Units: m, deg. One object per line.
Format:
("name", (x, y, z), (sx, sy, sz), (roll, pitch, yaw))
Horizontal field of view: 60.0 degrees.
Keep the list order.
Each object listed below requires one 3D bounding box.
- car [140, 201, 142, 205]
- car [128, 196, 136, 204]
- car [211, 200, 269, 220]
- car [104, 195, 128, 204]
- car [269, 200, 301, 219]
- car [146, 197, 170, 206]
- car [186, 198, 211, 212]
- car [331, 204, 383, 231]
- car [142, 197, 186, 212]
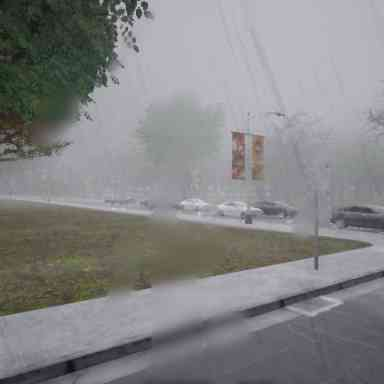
("car", (-5.602, 1.570, 47.779), (1.895, 1.301, 4.718), (0, 0, -35))
("car", (-12.288, 1.487, 63.041), (1.812, 1.442, 4.674), (0, 0, -35))
("car", (4.013, 1.510, 28.606), (1.812, 1.442, 4.674), (0, 0, -35))
("car", (-12.147, 1.214, 51.471), (1.812, 1.442, 4.674), (0, 0, -35))
("car", (7.348, 1.486, 29.546), (1.837, 1.490, 4.892), (0, 0, -35))
("car", (-5.540, 1.490, 53.570), (1.812, 1.442, 4.674), (0, 0, -36))
("car", (0.385, 1.499, 39.349), (1.812, 1.442, 4.674), (0, 0, -36))
("car", (10.408, 1.501, 19.188), (1.837, 1.490, 4.892), (0, 0, -30))
("car", (-3.391, 1.524, 39.023), (2.033, 1.411, 5.357), (0, 0, -36))
